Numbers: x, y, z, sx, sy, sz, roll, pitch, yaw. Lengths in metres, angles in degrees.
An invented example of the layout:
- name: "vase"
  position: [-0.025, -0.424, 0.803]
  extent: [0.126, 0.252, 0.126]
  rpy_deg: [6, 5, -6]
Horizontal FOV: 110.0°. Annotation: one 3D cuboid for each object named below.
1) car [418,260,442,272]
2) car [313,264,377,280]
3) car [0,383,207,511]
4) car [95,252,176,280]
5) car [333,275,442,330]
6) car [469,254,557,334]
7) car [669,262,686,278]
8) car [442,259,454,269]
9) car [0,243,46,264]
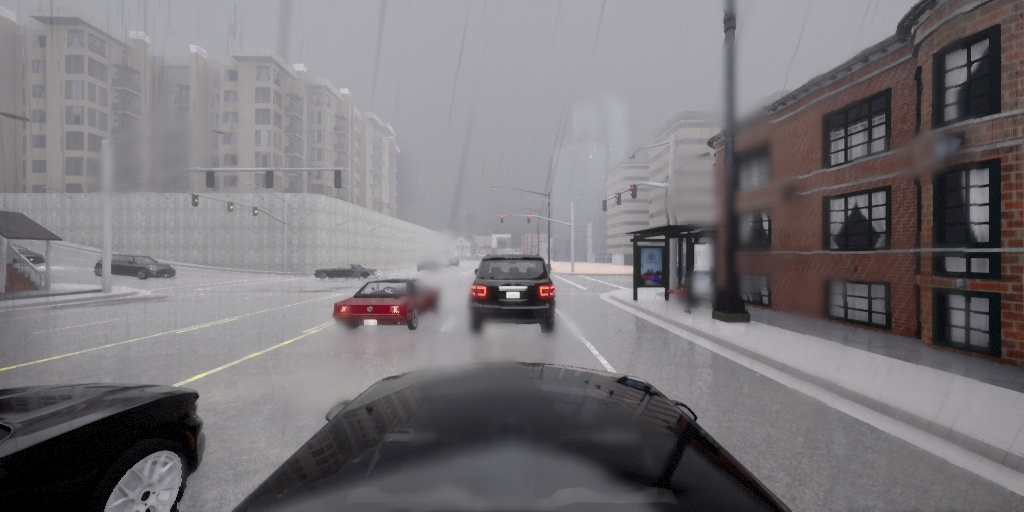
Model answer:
- name: "car"
  position: [-10.848, 1.314, 46.960]
  extent: [1.994, 1.385, 4.181]
  rpy_deg: [0, 0, 0]
- name: "car"
  position: [-14.276, 1.351, 30.726]
  extent: [4.718, 1.301, 1.895]
  rpy_deg: [0, 0, -1]
- name: "car"
  position: [-3.405, 1.228, 0.840]
  extent: [1.882, 1.535, 5.008]
  rpy_deg: [0, 0, 0]
- name: "car"
  position: [-28.081, 0.719, 26.904]
  extent: [4.553, 1.767, 2.097]
  rpy_deg: [5, 0, 0]
- name: "car"
  position: [-3.474, 1.351, 11.066]
  extent: [1.895, 1.301, 4.718]
  rpy_deg: [0, 0, 0]
- name: "car"
  position: [0.024, 0.971, 10.750]
  extent: [2.150, 2.045, 5.566]
  rpy_deg: [0, 0, 0]
- name: "car"
  position: [14.315, 1.228, 30.983]
  extent: [5.008, 1.535, 1.882]
  rpy_deg: [0, 0, -1]
- name: "car"
  position: [-10.893, 1.276, 56.939]
  extent: [1.812, 1.442, 4.674]
  rpy_deg: [0, 0, -1]
- name: "car"
  position: [-37.864, -0.224, 26.811]
  extent: [4.181, 1.385, 1.994]
  rpy_deg: [9, 0, -1]
